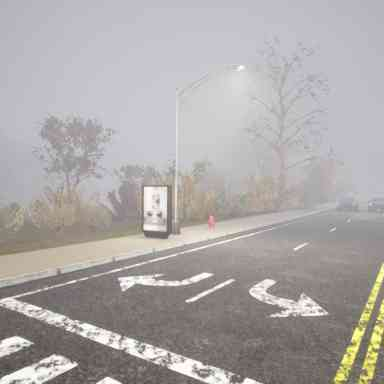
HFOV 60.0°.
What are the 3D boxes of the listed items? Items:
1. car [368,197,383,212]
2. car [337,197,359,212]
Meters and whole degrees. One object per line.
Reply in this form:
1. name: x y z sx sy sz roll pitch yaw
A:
1. car: 21.473 1.393 38.124 2.097 1.767 4.553 0 0 30
2. car: 18.669 1.391 39.767 2.097 1.767 4.553 0 0 30
